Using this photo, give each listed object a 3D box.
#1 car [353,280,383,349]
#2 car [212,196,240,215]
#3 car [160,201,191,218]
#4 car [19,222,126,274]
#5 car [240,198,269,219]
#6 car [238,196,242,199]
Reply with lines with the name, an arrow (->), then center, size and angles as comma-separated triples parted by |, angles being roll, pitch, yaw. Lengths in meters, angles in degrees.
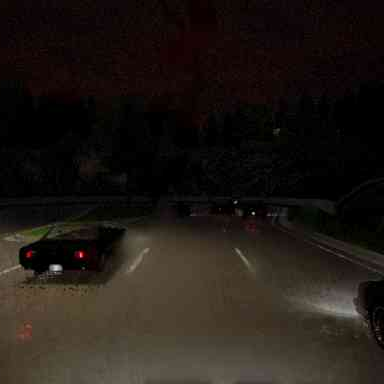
car -> 3.601, 1.547, 3.070 | 2.033, 1.411, 5.357 | 0, 0, 0
car -> 3.314, 1.477, 33.991 | 1.882, 1.535, 5.008 | 0, 0, 16
car -> -1.453, 1.525, 29.777 | 1.812, 1.442, 4.674 | 0, 0, 14
car -> -3.393, 1.601, 10.556 | 1.895, 1.301, 4.718 | 0, 0, 0
car -> 5.658, 1.504, 29.556 | 1.837, 1.490, 4.892 | 0, 0, 15
car -> 5.984, 1.352, 44.119 | 2.097, 1.767, 4.553 | 0, 0, 12
